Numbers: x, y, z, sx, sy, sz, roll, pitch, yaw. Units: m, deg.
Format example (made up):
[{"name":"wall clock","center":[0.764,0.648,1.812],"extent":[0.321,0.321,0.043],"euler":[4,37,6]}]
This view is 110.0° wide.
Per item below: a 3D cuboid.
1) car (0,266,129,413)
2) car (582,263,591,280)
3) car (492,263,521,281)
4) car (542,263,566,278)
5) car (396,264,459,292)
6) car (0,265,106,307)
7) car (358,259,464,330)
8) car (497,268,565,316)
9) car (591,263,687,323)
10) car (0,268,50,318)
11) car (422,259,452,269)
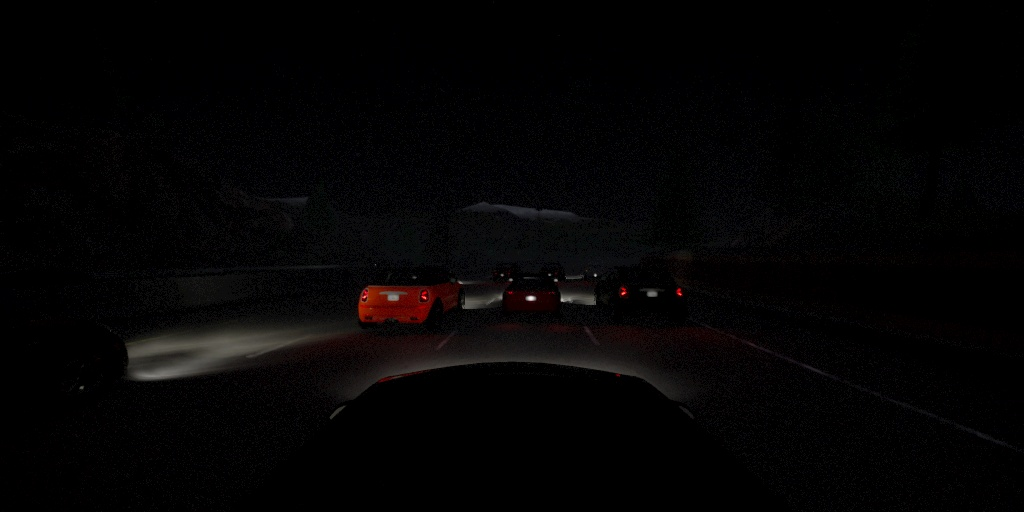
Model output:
[{"name":"car","center":[-6.777,1.081,3.415],"extent":[2.097,1.767,4.553],"euler":[0,0,1]},{"name":"car","center":[7.118,1.287,30.592],"extent":[1.812,1.442,4.674],"euler":[0,0,13]},{"name":"car","center":[-0.284,1.265,29.551],"extent":[1.812,1.442,4.674],"euler":[0,0,12]},{"name":"car","center":[3.421,1.276,30.134],"extent":[1.812,1.442,4.674],"euler":[0,0,12]},{"name":"car","center":[-5.145,1.275,22.739],"extent":[2.033,1.411,5.357],"euler":[0,0,9]},{"name":"car","center":[-20.381,1.177,14.528],"extent":[2.128,1.511,4.902],"euler":[0,0,5]},{"name":"car","center":[-2.906,1.090,11.323],"extent":[2.097,1.767,4.553],"euler":[0,0,4]},{"name":"car","center":[0.782,1.312,13.349],"extent":[1.994,1.385,4.181],"euler":[0,0,5]},{"name":"car","center":[4.199,1.111,12.401],"extent":[2.097,1.767,4.553],"euler":[0,0,5]},{"name":"car","center":[-17.212,1.188,10.035],"extent":[2.128,1.511,4.902],"euler":[0,0,4]},{"name":"car","center":[-11.356,1.189,54.661],"extent":[2.128,1.511,4.902],"euler":[0,0,21]}]
